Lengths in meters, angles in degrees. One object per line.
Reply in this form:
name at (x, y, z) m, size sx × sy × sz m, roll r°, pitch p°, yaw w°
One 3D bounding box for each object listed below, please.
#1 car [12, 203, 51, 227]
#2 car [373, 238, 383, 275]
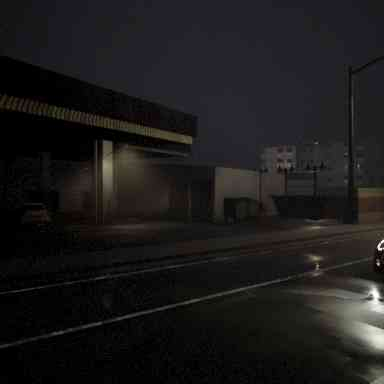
car at (-10.675, 1.456, 22.009) m, size 1.970 × 1.475 × 3.806 m, roll 0°, pitch 0°, yaw -35°
car at (6.891, 1.351, 9.016) m, size 4.553 × 1.767 × 2.097 m, roll 0°, pitch 0°, yaw -36°
